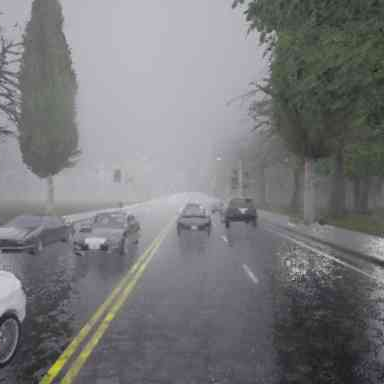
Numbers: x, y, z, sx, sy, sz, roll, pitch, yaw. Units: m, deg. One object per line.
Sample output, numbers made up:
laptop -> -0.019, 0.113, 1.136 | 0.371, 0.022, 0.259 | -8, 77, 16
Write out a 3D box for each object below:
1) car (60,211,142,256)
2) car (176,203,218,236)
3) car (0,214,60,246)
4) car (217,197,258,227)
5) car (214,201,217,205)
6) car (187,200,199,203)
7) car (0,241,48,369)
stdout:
car -> -3.236, 1.561, 13.487 | 2.128, 1.511, 4.902 | 0, 0, 0
car -> 0.117, 1.603, 19.242 | 2.128, 1.511, 4.902 | 0, 0, 0
car -> -6.495, 1.620, 13.795 | 2.033, 1.411, 5.357 | 0, 0, 0
car -> 3.284, 1.370, 23.934 | 2.150, 2.045, 5.566 | 0, 0, 1
car -> 3.353, 1.819, 40.670 | 2.033, 1.411, 5.357 | 0, 0, 0
car -> 0.137, 1.759, 40.107 | 2.128, 1.511, 4.902 | 0, 0, 0
car -> -3.302, 1.538, 3.049 | 1.812, 1.442, 4.674 | 0, 0, 1
